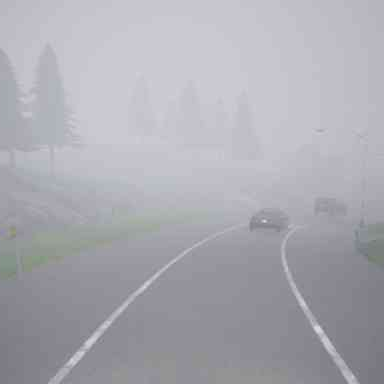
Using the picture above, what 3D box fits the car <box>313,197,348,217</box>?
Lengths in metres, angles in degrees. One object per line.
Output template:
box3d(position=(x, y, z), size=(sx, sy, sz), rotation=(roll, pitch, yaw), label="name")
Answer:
box3d(position=(15.696, 1.639, 37.532), size=(2.150, 2.045, 5.566), rotation=(5, 3, 43), label="car")

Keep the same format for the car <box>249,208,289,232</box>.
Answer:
box3d(position=(5.083, 1.718, 21.533), size=(1.994, 1.385, 4.181), rotation=(3, 0, 23), label="car")
